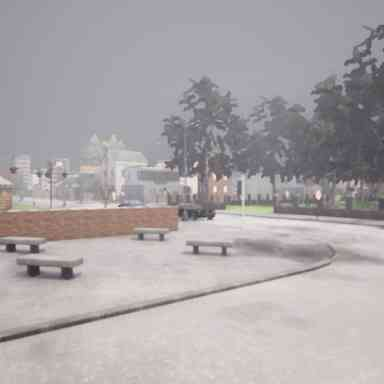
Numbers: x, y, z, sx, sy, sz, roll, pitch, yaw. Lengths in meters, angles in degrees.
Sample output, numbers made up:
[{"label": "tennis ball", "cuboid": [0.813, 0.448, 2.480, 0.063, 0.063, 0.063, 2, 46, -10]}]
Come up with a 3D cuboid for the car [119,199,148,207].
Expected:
[{"label": "car", "cuboid": [-6.479, 1.531, 36.594, 1.812, 1.442, 4.674, 0, 0, -35]}]

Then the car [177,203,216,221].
[{"label": "car", "cuboid": [-0.081, 1.606, 27.532, 1.895, 1.301, 4.718, 0, 0, -35]}]
